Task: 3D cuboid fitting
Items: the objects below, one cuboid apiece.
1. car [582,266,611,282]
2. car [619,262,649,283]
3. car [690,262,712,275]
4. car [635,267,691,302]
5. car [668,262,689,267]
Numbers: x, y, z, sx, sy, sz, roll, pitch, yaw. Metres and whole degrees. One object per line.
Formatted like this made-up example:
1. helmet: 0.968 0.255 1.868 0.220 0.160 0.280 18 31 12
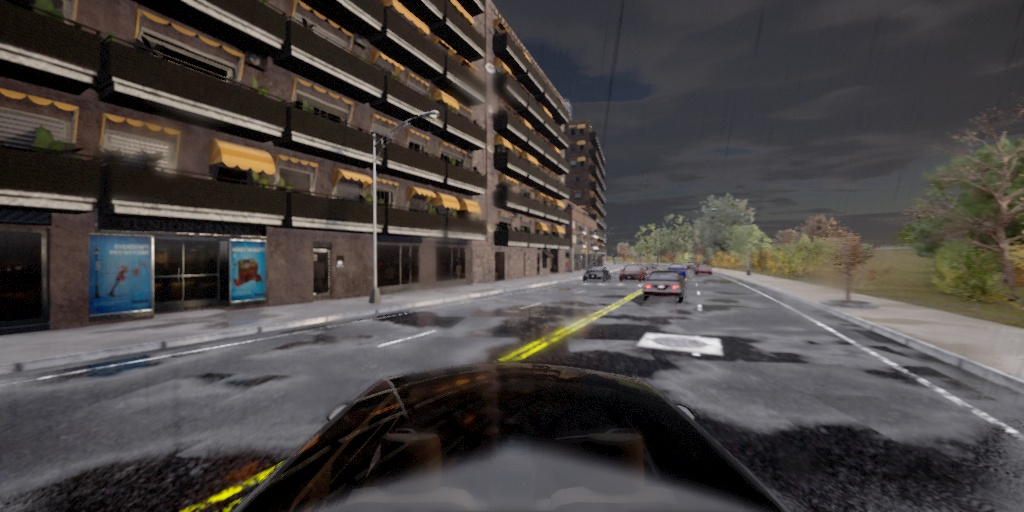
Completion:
1. car: 8.052 1.672 33.908 1.994 1.385 4.181 -1 -1 26
2. car: 10.900 1.552 32.328 1.882 1.535 5.008 -1 -1 26
3. car: 24.914 1.740 46.900 1.994 1.385 4.181 -1 -1 23
4. car: 7.918 1.467 18.505 2.033 1.411 5.357 -1 -1 27
5. car: 17.935 1.600 39.205 1.882 1.535 5.008 -1 -1 25
